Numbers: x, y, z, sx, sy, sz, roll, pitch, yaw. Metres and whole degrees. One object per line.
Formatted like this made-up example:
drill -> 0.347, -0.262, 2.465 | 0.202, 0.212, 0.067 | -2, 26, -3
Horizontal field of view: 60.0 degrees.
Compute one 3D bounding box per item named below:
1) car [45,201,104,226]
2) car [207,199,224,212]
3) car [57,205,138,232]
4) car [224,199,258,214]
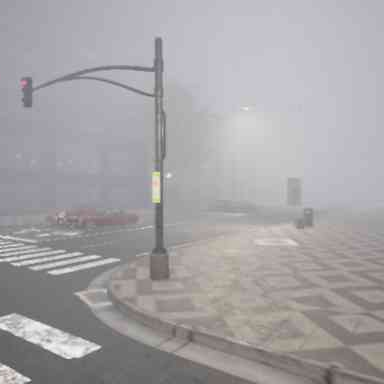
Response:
car -> -8.017, 1.485, 23.619 | 2.097, 1.767, 4.553 | 0, 0, 35
car -> 3.662, 1.596, 40.059 | 1.837, 1.490, 4.892 | 0, 0, 35
car -> -5.747, 1.719, 21.202 | 1.895, 1.301, 4.718 | 0, 0, 35
car -> 5.783, 1.641, 37.433 | 1.994, 1.385, 4.181 | 0, 0, 35
